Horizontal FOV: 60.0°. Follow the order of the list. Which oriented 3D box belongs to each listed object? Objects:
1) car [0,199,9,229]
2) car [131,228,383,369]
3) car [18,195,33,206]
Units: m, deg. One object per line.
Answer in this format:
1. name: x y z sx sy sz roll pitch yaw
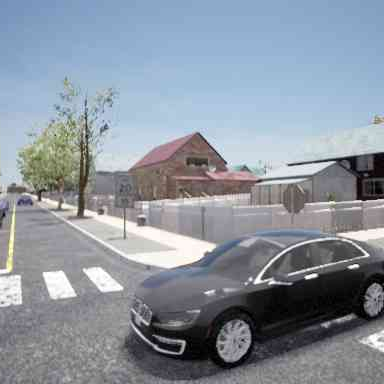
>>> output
1. car: -12.742 1.436 20.586 2.128 1.511 4.902 0 0 -28
2. car: 1.396 1.452 5.689 4.892 1.490 1.837 -2 1 -28
3. car: -26.593 1.215 53.047 2.097 1.767 4.553 0 0 -27
